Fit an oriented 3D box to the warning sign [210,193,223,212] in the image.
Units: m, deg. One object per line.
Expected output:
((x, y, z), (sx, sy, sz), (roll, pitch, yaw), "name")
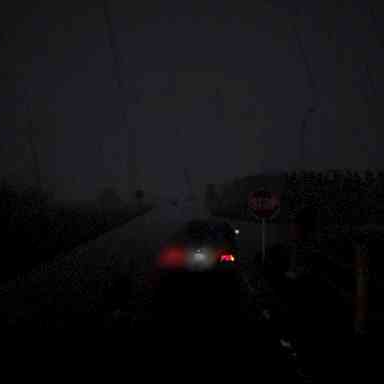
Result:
((2.446, 1.024, 33.466), (1.300, 1.860, 1.060), (0, 0, 0), "warning sign")

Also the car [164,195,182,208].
((-2.842, 1.467, 46.359), (1.895, 1.301, 4.718), (0, 0, 0), "car")

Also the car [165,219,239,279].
((0.441, 1.523, 10.004), (2.033, 1.411, 5.357), (0, 0, 6), "car")

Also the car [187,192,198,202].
((-0.004, 1.136, 65.873), (2.097, 1.767, 4.553), (0, 0, 0), "car")
